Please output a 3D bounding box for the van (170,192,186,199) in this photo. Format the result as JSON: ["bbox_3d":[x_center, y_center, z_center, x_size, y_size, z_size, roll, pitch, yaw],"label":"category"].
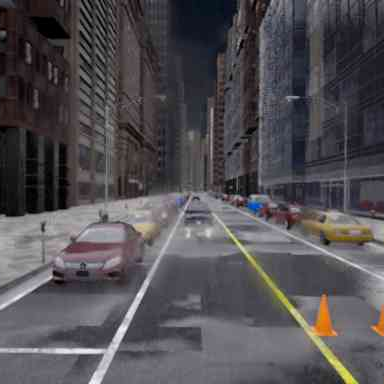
[{"bbox_3d":[-2.080,1.078,42.878,1.690,1.788,3.998,1,0,0],"label":"van"}]

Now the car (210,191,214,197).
[{"bbox_3d":[6.830,1.059,93.239,2.008,1.369,4.403,1,0,0],"label":"car"}]

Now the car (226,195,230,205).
[{"bbox_3d":[6.487,1.200,48.424,1.967,1.590,4.097,1,0,0],"label":"car"}]

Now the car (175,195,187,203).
[{"bbox_3d":[-1.953,1.206,59.683,1.947,1.339,4.313,1,0,0],"label":"car"}]

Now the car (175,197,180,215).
[{"bbox_3d":[-2.212,1.378,26.073,1.887,1.381,4.507,1,0,0],"label":"car"}]

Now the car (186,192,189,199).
[{"bbox_3d":[-1.995,1.113,54.081,1.967,1.590,4.097,1,0,0],"label":"car"}]

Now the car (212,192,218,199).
[{"bbox_3d":[6.744,1.135,82.037,1.947,1.339,4.313,1,0,0],"label":"car"}]

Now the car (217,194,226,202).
[{"bbox_3d":[6.615,1.208,65.230,1.887,1.381,4.507,1,0,0],"label":"car"}]

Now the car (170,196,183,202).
[{"bbox_3d":[-2.169,1.346,31.676,1.887,1.381,4.507,1,0,0],"label":"car"}]

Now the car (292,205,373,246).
[{"bbox_3d":[6.228,1.477,14.983,1.752,1.417,4.829,1,0,0],"label":"car"}]

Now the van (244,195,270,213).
[{"bbox_3d":[6.358,1.197,31.618,1.690,1.788,3.998,1,0,0],"label":"van"}]

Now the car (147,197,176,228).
[{"bbox_3d":[-2.254,1.306,20.471,1.967,1.590,4.097,1,0,0],"label":"car"}]

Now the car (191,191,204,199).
[{"bbox_3d":[0.904,1.160,72.332,2.033,1.411,5.357,0,0,0],"label":"car"}]

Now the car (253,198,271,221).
[{"bbox_3d":[6.313,1.433,26.017,1.887,1.381,4.507,1,0,0],"label":"car"}]

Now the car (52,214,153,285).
[{"bbox_3d":[-2.342,1.512,9.269,1.802,1.307,4.206,1,0,0],"label":"car"}]

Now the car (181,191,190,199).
[{"bbox_3d":[-1.735,0.798,87.689,2.192,1.841,5.009,1,0,0],"label":"car"}]

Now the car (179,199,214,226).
[{"bbox_3d":[0.427,1.419,22.357,2.033,1.411,5.357,0,0,1],"label":"car"}]

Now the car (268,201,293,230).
[{"bbox_3d":[6.270,1.466,20.416,1.887,1.381,4.507,1,0,0],"label":"car"}]

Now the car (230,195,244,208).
[{"bbox_3d":[6.443,1.337,42.823,1.887,1.381,4.507,1,0,0],"label":"car"}]

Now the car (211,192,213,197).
[{"bbox_3d":[6.787,1.104,87.638,1.947,1.339,4.313,1,0,0],"label":"car"}]

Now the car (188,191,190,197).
[{"bbox_3d":[-1.909,1.049,65.284,1.967,1.590,4.097,1,0,0],"label":"car"}]

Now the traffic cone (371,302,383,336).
[{"bbox_3d":[3.110,1.944,5.316,0.340,0.580,0.340,0,0,0],"label":"traffic cone"}]

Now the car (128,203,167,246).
[{"bbox_3d":[-2.299,1.424,14.701,1.752,1.417,4.829,1,0,0],"label":"car"}]

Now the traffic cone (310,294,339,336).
[{"bbox_3d":[2.110,1.937,5.324,0.340,0.580,0.340,0,0,0],"label":"traffic cone"}]
